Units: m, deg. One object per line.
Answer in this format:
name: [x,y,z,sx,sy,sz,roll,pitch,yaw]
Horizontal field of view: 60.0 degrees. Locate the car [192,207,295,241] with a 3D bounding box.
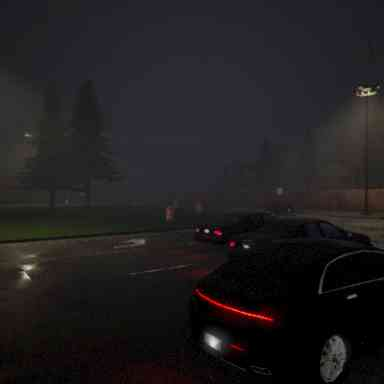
car: [2.600,1.556,14.159,5.357,1.411,2.033,0,0,-35]

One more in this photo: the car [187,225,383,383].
car: [2.217,1.509,5.313,4.892,1.490,1.837,0,0,-35]

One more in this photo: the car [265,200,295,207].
car: [8.979,1.550,34.195,1.812,1.442,4.674,0,0,-8]

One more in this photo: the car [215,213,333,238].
car: [3.538,1.555,10.535,5.357,1.411,2.033,0,0,-35]
